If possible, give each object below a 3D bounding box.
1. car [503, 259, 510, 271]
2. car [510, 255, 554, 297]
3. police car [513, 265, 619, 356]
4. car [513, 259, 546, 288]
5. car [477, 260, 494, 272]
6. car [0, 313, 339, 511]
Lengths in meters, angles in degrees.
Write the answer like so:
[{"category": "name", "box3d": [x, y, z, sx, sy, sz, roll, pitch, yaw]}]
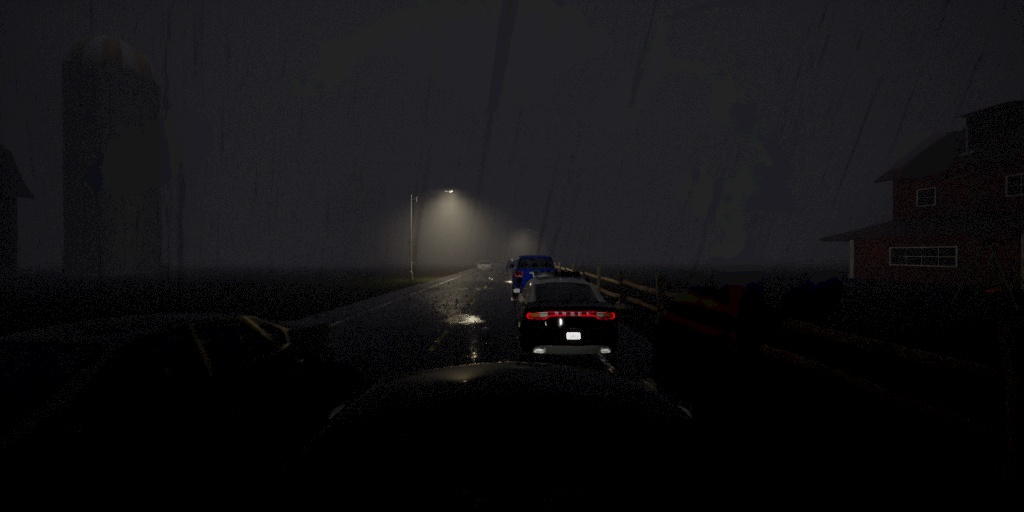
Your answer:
[{"category": "car", "box3d": [0.153, 1.271, 50.385, 1.882, 1.535, 5.008, 0, 0, 1]}, {"category": "car", "box3d": [1.088, 0.978, 18.693, 2.150, 2.045, 5.566, 0, 0, 0]}, {"category": "police car", "box3d": [1.067, 1.175, 8.771, 1.930, 1.638, 5.238, 0, 0, 0]}, {"category": "car", "box3d": [1.098, 1.109, 24.633, 2.097, 1.767, 4.553, 0, 0, 0]}, {"category": "car", "box3d": [-3.504, 1.312, 46.568, 1.812, 1.442, 4.674, 0, 0, 0]}, {"category": "car", "box3d": [-3.594, 1.297, 3.182, 2.033, 1.411, 5.357, 0, 0, 0]}]
